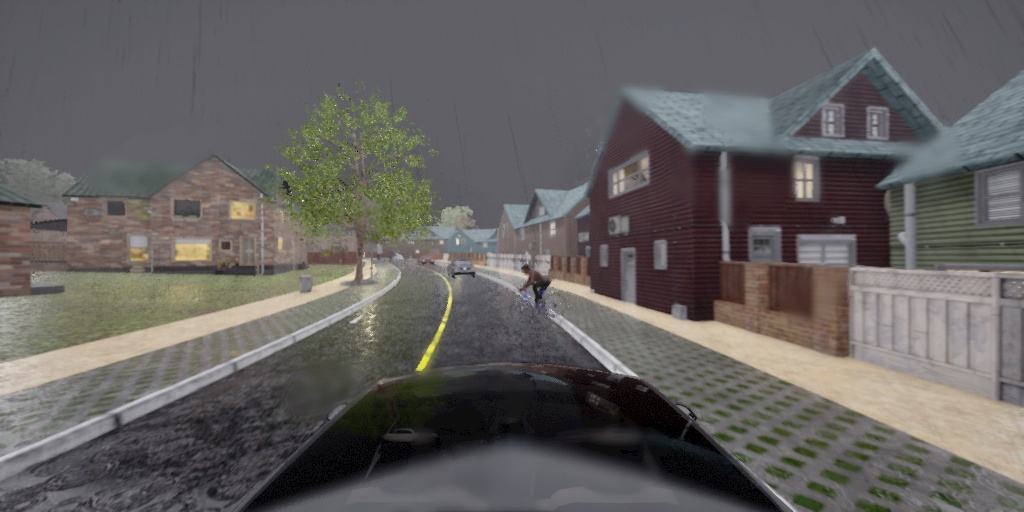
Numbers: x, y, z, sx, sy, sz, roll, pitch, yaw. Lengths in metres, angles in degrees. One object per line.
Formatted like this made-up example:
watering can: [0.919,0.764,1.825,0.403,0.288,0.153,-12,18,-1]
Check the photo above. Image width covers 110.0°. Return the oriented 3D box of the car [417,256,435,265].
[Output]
car: [-12.370,0.646,51.348,1.895,1.301,4.718,0,1,-22]

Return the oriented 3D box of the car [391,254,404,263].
car: [-19.597,0.410,61.540,1.812,1.442,4.674,0,1,-22]

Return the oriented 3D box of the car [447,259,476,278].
car: [-4.187,0.980,29.091,2.033,1.411,5.357,-1,1,-16]

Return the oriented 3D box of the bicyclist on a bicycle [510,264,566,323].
bicyclist on a bicycle: [0.666,1.027,10.166,1.656,1.620,0.582,-10,2,-6]
